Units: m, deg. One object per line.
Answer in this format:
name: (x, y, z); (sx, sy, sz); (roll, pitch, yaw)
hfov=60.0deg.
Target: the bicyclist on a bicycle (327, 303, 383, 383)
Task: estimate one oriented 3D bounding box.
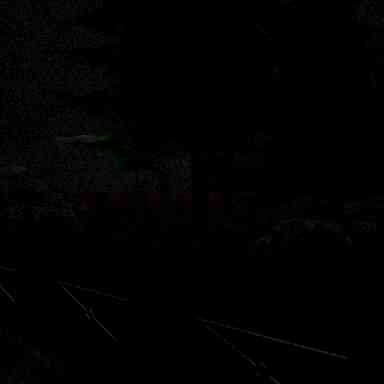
bicyclist on a bicycle: (1.892, 1.338, 2.639); (1.656, 1.620, 0.582); (-5, -3, 36)
